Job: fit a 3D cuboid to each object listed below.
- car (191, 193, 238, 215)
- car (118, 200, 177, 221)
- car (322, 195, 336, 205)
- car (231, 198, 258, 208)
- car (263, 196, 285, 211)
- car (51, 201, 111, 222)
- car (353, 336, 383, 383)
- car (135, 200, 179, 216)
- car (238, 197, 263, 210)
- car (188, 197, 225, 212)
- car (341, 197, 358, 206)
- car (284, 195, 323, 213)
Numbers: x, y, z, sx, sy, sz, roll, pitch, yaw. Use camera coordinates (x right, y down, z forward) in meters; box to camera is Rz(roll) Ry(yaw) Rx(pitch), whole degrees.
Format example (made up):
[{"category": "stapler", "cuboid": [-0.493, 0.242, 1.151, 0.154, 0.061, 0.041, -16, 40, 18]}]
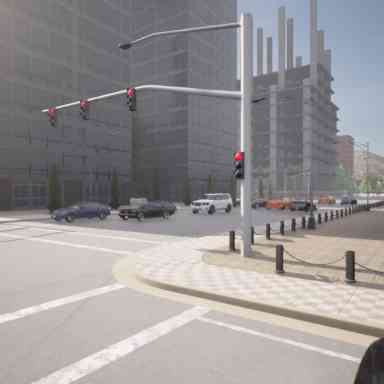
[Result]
[{"category": "car", "cuboid": [2.144, 1.166, 34.294, 2.150, 2.045, 5.566, 0, 0, 36]}, {"category": "car", "cuboid": [-3.564, 1.545, 26.378, 1.895, 1.301, 4.718, 0, 0, 36]}, {"category": "car", "cuboid": [23.172, 1.297, 57.174, 2.097, 1.767, 4.553, 0, 0, 36]}, {"category": "car", "cuboid": [7.630, 1.545, 47.868, 1.895, 1.301, 4.718, 0, 0, 36]}, {"category": "car", "cuboid": [10.773, 1.296, 39.952, 2.097, 1.767, 4.553, 0, 0, 36]}, {"category": "car", "cuboid": [-8.434, 1.470, 25.619, 1.812, 1.442, 4.674, 0, 0, 38]}, {"category": "car", "cuboid": [3.072, 1.564, 1.778, 4.181, 1.385, 1.994, 0, 0, 36]}, {"category": "car", "cuboid": [-3.355, 1.508, 32.656, 1.994, 1.385, 4.181, 0, 0, 36]}, {"category": "car", "cuboid": [8.244, 1.422, 42.747, 1.882, 1.535, 5.008, 0, 0, 36]}, {"category": "car", "cuboid": [1.785, 1.436, 39.784, 2.128, 1.511, 4.902, 0, 0, 36]}, {"category": "car", "cuboid": [26.104, 1.492, 55.252, 2.033, 1.411, 5.357, 0, 0, 36]}, {"category": "car", "cuboid": [12.071, 1.436, 35.765, 2.128, 1.511, 4.902, 0, 0, 36]}]
